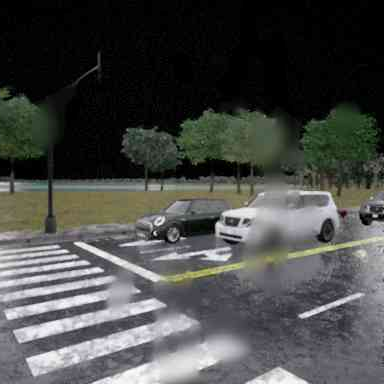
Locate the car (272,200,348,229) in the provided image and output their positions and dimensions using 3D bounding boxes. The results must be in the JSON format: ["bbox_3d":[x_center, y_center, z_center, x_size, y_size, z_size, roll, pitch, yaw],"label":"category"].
[{"bbox_3d":[7.076,1.239,19.687,4.718,1.301,1.895,-1,1,-36],"label":"car"}]

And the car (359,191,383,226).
[{"bbox_3d":[11.887,0.882,19.161,5.566,2.045,2.150,-1,1,-36],"label":"car"}]

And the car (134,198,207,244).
[{"bbox_3d":[-0.184,1.076,14.379,4.553,1.767,2.097,-1,1,-36],"label":"car"}]

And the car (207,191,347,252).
[{"bbox_3d":[3.511,0.981,13.048,5.566,2.045,2.150,-1,1,-36],"label":"car"}]

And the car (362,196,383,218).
[{"bbox_3d":[15.196,1.068,25.593,4.674,1.442,1.812,-1,1,-36],"label":"car"}]
